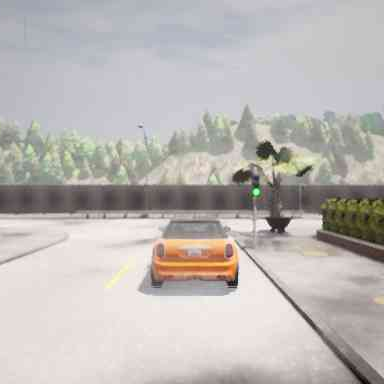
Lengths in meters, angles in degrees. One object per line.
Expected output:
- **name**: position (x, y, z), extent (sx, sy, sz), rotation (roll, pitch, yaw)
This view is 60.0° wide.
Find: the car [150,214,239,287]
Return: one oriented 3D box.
- **car**: position (0.076, 1.412, 9.663), extent (2.097, 1.767, 4.553), rotation (0, 0, 0)
